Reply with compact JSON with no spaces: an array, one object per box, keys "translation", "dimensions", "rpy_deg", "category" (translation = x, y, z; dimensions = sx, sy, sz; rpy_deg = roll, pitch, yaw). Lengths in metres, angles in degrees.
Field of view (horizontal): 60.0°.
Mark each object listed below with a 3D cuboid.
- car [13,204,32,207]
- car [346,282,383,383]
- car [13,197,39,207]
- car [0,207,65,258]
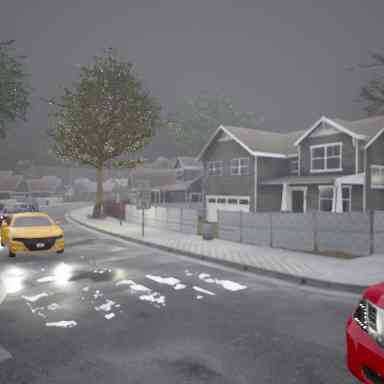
[{"translation":[-13.313,1.849,25.077],"dimensions":[1.895,1.301,4.718],"rpy_deg":[1,-1,-26],"category":"car"},{"translation":[4.531,1.351,3.990],"dimensions":[5.566,2.045,2.150],"rpy_deg":[0,0,-22],"category":"car"},{"translation":[-18.822,1.601,37.824],"dimensions":[2.150,2.045,5.566],"rpy_deg":[1,-1,-19],"category":"car"},{"translation":[-6.684,1.612,13.757],"dimensions":[1.882,1.535,5.008],"rpy_deg":[1,-1,-33],"category":"car"}]
